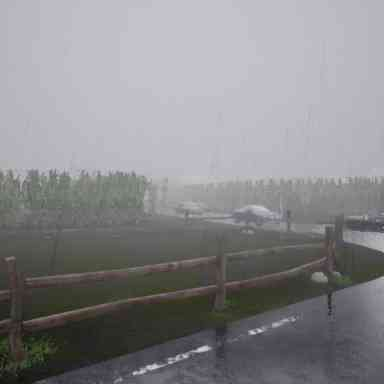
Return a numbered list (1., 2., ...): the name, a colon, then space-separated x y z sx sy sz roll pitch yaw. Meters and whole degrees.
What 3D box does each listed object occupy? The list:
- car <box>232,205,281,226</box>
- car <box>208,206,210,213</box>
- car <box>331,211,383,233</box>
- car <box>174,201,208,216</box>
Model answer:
1. car: 4.818 1.724 25.354 1.812 1.442 4.674 0 0 -26
2. car: 0.539 1.926 41.144 1.994 1.385 4.181 0 -1 -25
3. car: 10.294 1.694 18.541 1.895 1.301 4.718 -1 0 -35
4. car: -0.462 1.836 36.557 1.837 1.490 4.892 0 1 -25
